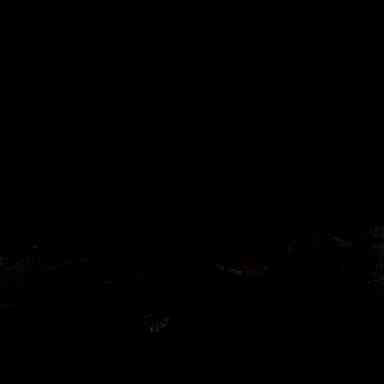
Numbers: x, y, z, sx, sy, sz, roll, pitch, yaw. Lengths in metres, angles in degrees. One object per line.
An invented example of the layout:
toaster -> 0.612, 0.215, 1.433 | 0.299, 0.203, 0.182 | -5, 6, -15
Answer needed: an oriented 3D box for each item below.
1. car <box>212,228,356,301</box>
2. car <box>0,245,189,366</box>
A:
car -> 2.430, 1.581, 8.268 | 4.206, 1.307, 1.802 | 0, 0, -35
car -> -2.050, 1.566, 5.075 | 4.313, 1.339, 1.947 | 0, 0, -35
